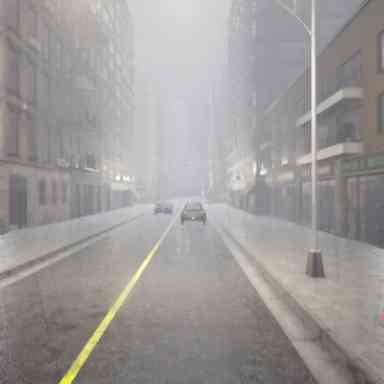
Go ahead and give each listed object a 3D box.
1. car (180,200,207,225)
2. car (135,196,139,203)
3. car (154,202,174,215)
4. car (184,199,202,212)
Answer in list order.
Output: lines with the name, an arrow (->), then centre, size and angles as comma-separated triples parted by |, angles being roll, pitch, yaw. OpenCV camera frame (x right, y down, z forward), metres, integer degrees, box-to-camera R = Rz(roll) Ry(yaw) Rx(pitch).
car -> 0.103, 1.604, 25.234 | 2.128, 1.511, 4.902 | 0, 0, 0
car -> -14.888, 1.730, 77.206 | 5.009, 1.841, 2.192 | 0, 0, 0
car -> -2.999, 1.771, 36.001 | 1.895, 1.301, 4.718 | 0, 0, 0
car -> 0.103, 1.711, 42.815 | 2.163, 1.488, 4.792 | 0, 0, 0
